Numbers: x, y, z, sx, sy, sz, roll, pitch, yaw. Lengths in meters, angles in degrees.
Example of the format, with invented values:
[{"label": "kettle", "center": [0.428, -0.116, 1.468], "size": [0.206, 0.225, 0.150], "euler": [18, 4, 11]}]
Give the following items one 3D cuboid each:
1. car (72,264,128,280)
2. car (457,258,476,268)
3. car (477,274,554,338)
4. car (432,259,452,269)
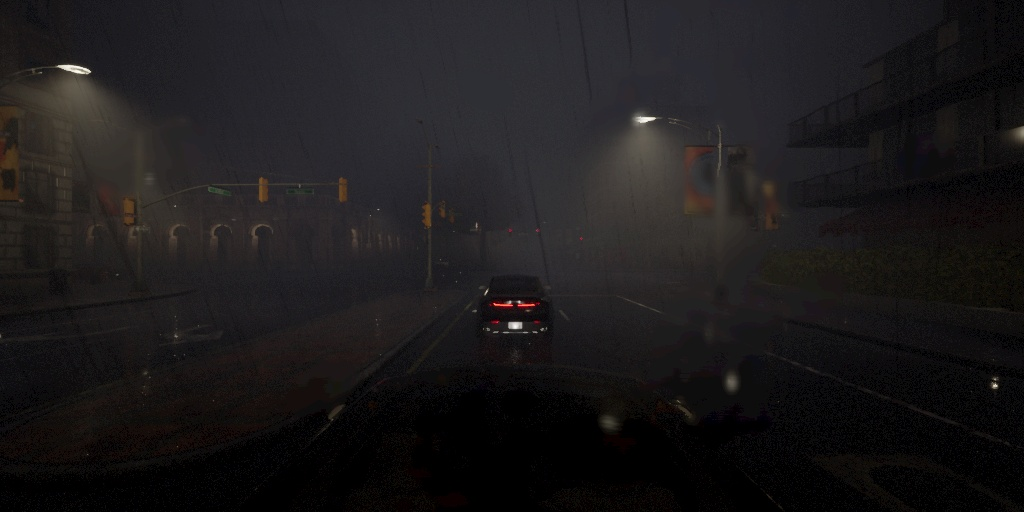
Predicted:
[{"label": "car", "center": [-33.475, 1.314, 28.596], "size": [4.181, 1.385, 1.994], "euler": [0, 0, 0]}, {"label": "car", "center": [-8.004, 1.276, 62.986], "size": [1.812, 1.442, 4.674], "euler": [0, 0, 0]}, {"label": "car", "center": [0.081, 1.255, 10.180], "size": [1.837, 1.490, 4.892], "euler": [0, 0, 0]}, {"label": "car", "center": [-11.519, 1.276, 58.603], "size": [1.812, 1.442, 4.674], "euler": [0, 0, 0]}]
